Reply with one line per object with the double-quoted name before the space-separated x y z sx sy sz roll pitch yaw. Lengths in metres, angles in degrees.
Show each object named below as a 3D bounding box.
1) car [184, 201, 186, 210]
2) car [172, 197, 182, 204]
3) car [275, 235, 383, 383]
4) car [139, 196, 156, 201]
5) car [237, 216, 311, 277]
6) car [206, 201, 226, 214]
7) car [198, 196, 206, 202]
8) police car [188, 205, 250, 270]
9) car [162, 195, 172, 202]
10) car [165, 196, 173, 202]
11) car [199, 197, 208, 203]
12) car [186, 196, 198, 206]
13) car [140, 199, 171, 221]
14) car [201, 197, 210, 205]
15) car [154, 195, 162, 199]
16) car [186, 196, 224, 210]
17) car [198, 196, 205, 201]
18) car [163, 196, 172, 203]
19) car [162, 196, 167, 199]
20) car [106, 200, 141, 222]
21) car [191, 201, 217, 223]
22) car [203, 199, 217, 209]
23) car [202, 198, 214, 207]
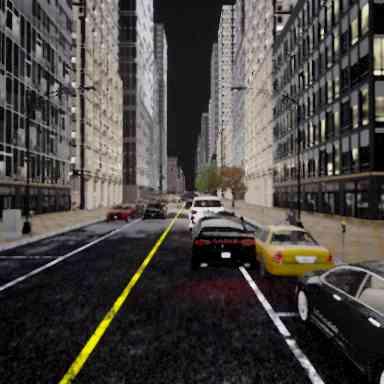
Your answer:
"car" -0.008 1.673 46.860 1.837 1.490 4.892 0 0 0
"car" -3.013 1.744 68.927 2.128 1.511 4.902 0 0 0
"car" 2.694 1.571 4.349 2.008 1.369 4.403 0 0 0
"car" -5.690 1.583 38.411 1.967 1.590 4.097 0 0 0
"car" 2.694 1.570 10.196 1.752 1.417 4.829 0 0 0
"car" 2.689 1.709 38.400 1.947 1.339 4.313 0 0 0
"car" 2.681 1.798 89.473 1.887 1.381 4.507 1 0 0
"police car" 0.897 1.474 11.371 1.930 1.638 5.238 0 0 0
"car" -5.693 1.530 66.789 2.192 1.841 5.009 1 0 0
"car" -5.698 1.770 83.646 1.752 1.417 4.829 1 0 0
"car" 2.683 1.802 78.123 1.947 1.339 4.313 1 0 0
"car" -0.011 1.557 61.714 2.097 1.767 4.553 0 0 0
"car" -3.104 1.616 28.575 1.837 1.490 4.892 0 0 0
"car" 2.685 1.741 66.943 1.752 1.417 4.829 1 0 0
"car" -5.690 1.475 44.087 2.192 1.841 5.009 0 0 0
"car" 0.896 1.312 21.292 2.150 2.045 5.566 0 0 0
"car" 2.681 1.842 95.146 1.802 1.307 4.206 1 0 0
"car" -5.696 1.676 78.140 1.967 1.590 4.097 1 0 0
"car" -5.694 1.772 55.436 1.802 1.307 4.206 1 0 0
"car" -5.690 1.651 27.058 1.887 1.381 4.507 0 0 0
"car" 0.895 1.585 27.261 1.882 1.535 5.008 0 0 0
"car" 2.687 1.758 49.749 1.802 1.307 4.206 1 0 0
"car" 2.687 1.772 55.423 1.802 1.307 4.206 1 0 0
